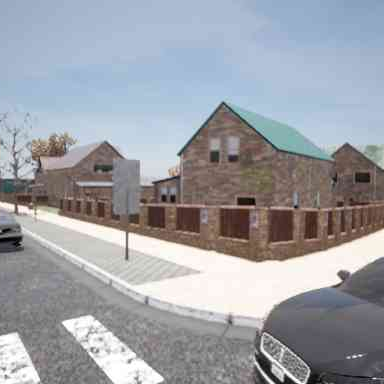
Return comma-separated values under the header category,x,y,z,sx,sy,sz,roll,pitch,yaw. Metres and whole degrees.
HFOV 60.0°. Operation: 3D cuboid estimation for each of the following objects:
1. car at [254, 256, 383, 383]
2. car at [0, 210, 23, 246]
category,x,y,z,sx,sy,sz,roll,pitch,yaw
car,3.110,1.495,3.957,4.892,1.490,1.837,1,1,-19
car,-8.518,1.456,13.980,2.033,1.411,5.357,-1,1,-38
